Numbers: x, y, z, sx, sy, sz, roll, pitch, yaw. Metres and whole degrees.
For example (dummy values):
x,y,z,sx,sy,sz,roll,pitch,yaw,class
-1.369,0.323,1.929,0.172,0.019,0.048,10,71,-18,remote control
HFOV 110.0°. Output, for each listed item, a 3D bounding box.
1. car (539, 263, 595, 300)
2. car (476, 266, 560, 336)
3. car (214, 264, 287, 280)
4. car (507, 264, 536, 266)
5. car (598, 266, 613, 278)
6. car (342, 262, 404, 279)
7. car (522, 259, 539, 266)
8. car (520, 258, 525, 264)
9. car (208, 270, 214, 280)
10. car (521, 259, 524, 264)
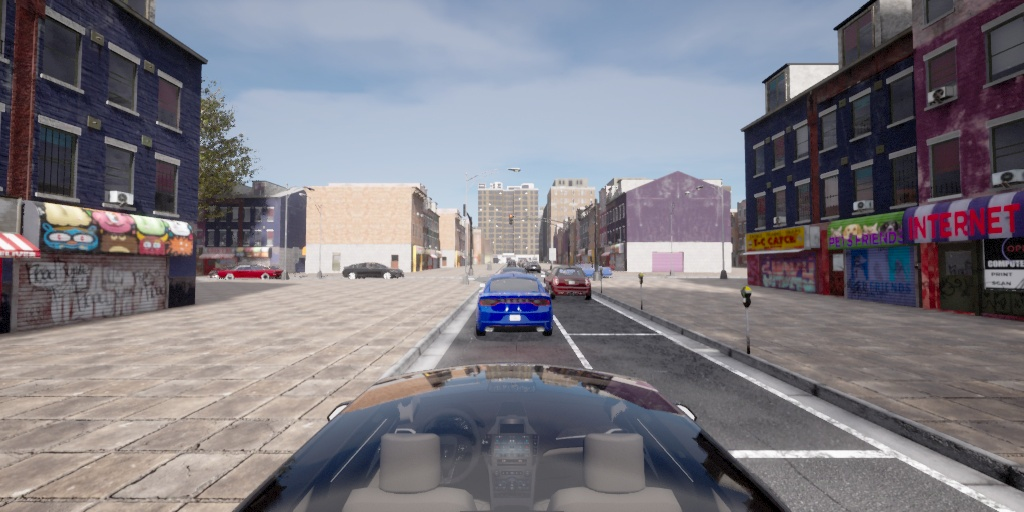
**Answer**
x,y,z,sx,sy,sz,roll,pitch,yaw,class
2.629,1.206,17.850,1.967,1.591,4.097,0,0,0,car
0.036,1.233,10.490,1.882,1.535,5.008,0,0,-1,car
-21.517,1.436,29.948,4.718,1.301,1.895,-1,-2,0,car
0.092,1.292,18.049,1.812,1.442,4.674,0,0,0,car
6.352,1.367,32.733,5.357,1.411,2.033,0,-2,0,car
-11.518,1.270,29.904,4.892,1.490,1.837,0,-2,2,car
2.618,1.419,44.594,1.948,1.339,4.313,0,0,0,car
2.614,1.447,55.636,1.751,1.417,4.829,0,0,0,car
-25.006,1.470,32.921,4.892,1.490,1.837,-1,-2,0,car
2.616,1.451,50.030,1.948,1.339,4.313,0,0,0,car
